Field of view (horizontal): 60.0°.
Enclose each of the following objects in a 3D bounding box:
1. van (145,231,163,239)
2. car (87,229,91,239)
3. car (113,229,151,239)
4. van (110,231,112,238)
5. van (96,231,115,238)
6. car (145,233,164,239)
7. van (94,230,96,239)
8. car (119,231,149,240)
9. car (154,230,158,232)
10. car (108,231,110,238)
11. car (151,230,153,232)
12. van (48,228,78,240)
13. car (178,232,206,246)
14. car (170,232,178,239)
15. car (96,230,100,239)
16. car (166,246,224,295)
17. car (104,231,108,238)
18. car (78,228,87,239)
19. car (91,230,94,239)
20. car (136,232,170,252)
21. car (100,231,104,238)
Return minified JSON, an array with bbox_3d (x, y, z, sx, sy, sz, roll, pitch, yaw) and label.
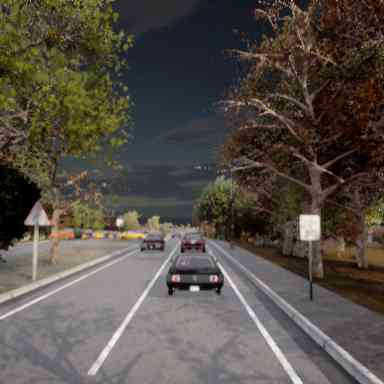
[{"bbox_3d":[-10.220,11.542,89.688,4.442,1.987,1.878,0,-8,0],"label":"van"},{"bbox_3d":[-23.237,8.431,65.118,5.366,1.575,1.946,0,-7,0],"label":"car"},{"bbox_3d":[-10.158,7.418,56.644,5.366,1.575,1.946,0,-7,0],"label":"car"},{"bbox_3d":[-23.535,10.765,84.368,4.442,1.987,1.878,0,-8,0],"label":"van"},{"bbox_3d":[-23.300,11.498,89.859,4.442,1.987,1.878,0,-8,0],"label":"van"},{"bbox_3d":[-10.367,12.161,92.412,4.792,1.488,2.163,0,-8,0],"label":"car"},{"bbox_3d":[-23.536,8.938,70.638,4.442,1.987,1.878,0,-8,0],"label":"van"},{"bbox_3d":[-10.349,7.763,59.391,4.892,1.521,2.231,0,-7,0],"label":"car"},{"bbox_3d":[-10.312,8.585,67.676,5.566,2.045,2.435,0,-8,0],"label":"car"},{"bbox_3d":[-23.413,10.625,81.592,4.892,1.521,2.231,0,-8,0],"label":"car"},{"bbox_3d":[-10.349,8.112,62.141,5.008,1.535,2.097,0,-7,0],"label":"car"},{"bbox_3d":[-23.539,7.484,59.533,4.442,1.987,1.878,0,-7,0],"label":"van"},{"bbox_3d":[0.096,4.349,29.417,2.097,1.767,4.553,0,-6,0],"label":"car"},{"bbox_3d":[-3.264,9.218,70.390,1.837,1.490,4.892,0,-8,0],"label":"car"},{"bbox_3d":[-23.388,9.403,73.370,4.553,1.767,2.185,0,-8,0],"label":"car"},{"bbox_3d":[0.097,3.004,12.839,1.895,1.301,4.718,0,-5,0],"label":"car"},{"bbox_3d":[-23.414,10.259,78.846,5.008,1.535,2.097,0,-8,0],"label":"car"},{"bbox_3d":[-23.449,7.824,62.405,5.566,2.045,2.435,0,-7,0],"label":"car"},{"bbox_3d":[-23.415,8.798,67.861,4.892,1.521,2.231,0,-8,0],"label":"car"},{"bbox_3d":[-3.348,4.530,29.283,1.994,1.385,4.181,0,-6,0],"label":"car"},{"bbox_3d":[-23.415,9.877,75.976,5.008,1.535,2.097,0,-8,0],"label":"car"}]
